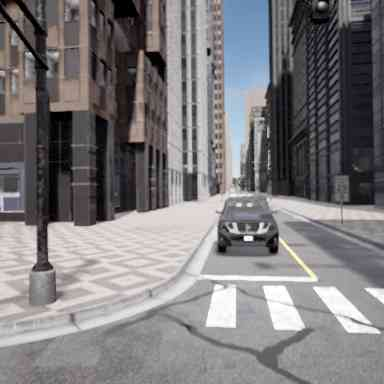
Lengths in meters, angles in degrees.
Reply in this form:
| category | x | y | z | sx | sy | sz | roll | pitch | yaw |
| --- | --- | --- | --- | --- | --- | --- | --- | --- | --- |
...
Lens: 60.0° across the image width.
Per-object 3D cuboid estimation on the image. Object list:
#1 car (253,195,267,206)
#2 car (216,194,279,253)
| category | x | y | z | sx | sy | sz | roll | pitch | yaw |
| --- | --- | --- | --- | --- | --- | --- | --- | --- | --- |
| car | 10.524 | 1.296 | 51.650 | 1.837 | 1.490 | 4.892 | -1 | 0 | 7 |
| car | 2.256 | 1.198 | 13.889 | 2.150 | 2.045 | 5.566 | -1 | 0 | 8 |
